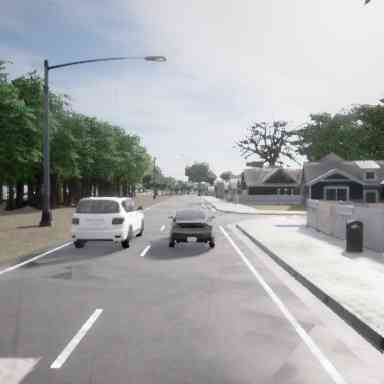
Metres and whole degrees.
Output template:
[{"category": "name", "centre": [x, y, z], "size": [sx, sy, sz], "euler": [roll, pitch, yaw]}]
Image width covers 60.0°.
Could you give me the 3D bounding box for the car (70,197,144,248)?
[{"category": "car", "centre": [-3.500, 1.210, 14.674], "size": [2.150, 2.045, 5.566], "euler": [0, 0, 0]}]

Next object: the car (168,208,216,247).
[{"category": "car", "centre": [0.001, 1.469, 14.645], "size": [1.837, 1.490, 4.892], "euler": [0, 0, 0]}]
